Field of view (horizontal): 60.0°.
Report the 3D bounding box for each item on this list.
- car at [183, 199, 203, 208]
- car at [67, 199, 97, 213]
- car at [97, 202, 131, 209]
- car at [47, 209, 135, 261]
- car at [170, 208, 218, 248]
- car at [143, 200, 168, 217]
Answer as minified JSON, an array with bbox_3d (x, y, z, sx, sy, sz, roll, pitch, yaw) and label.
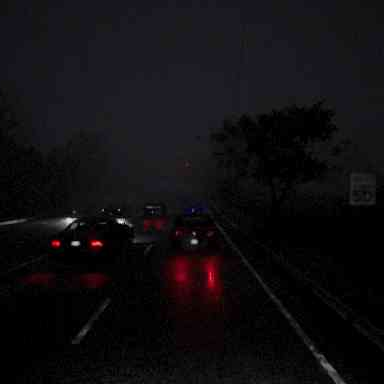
[{"bbox_3d":[0.096,1.464,32.880,1.882,1.535,5.008,0,1,0],"label":"car"},{"bbox_3d":[-10.595,1.490,32.410,2.128,1.511,4.902,0,1,0],"label":"car"},{"bbox_3d":[-7.098,1.619,31.331,1.895,1.301,4.718,0,1,0],"label":"car"},{"bbox_3d":[-3.411,1.571,12.275,2.033,1.411,5.357,0,0,0],"label":"car"},{"bbox_3d":[0.094,1.629,15.029,1.895,1.301,4.718,0,0,0],"label":"car"},{"bbox_3d":[-3.405,1.506,31.431,2.128,1.511,4.902,0,1,0],"label":"car"}]
